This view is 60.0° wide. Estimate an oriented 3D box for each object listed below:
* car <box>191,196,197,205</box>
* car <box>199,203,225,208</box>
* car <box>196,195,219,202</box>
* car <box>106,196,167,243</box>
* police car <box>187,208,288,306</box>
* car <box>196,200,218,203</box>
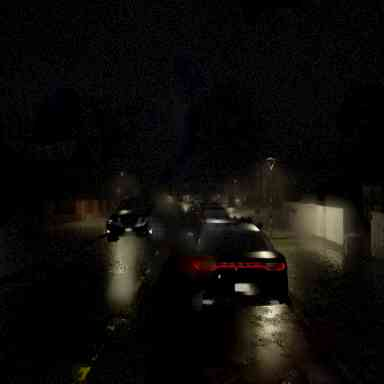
[{"bbox_3d":[0.954,1.513,60.734,2.128,1.511,4.902,0,0,7],"label":"car"},{"bbox_3d":[1.166,1.523,18.090,1.812,1.442,4.674,0,0,2],"label":"car"},{"bbox_3d":[2.189,1.499,45.906,2.128,1.511,4.902,0,0,6],"label":"car"},{"bbox_3d":[-2.542,1.220,16.576,2.150,2.045,5.566,0,0,2],"label":"car"},{"bbox_3d":[0.896,1.423,8.247,1.930,1.638,5.238,0,0,1],"label":"police car"},{"bbox_3d":[1.424,1.524,24.058,1.812,1.442,4.674,0,0,3],"label":"car"}]
